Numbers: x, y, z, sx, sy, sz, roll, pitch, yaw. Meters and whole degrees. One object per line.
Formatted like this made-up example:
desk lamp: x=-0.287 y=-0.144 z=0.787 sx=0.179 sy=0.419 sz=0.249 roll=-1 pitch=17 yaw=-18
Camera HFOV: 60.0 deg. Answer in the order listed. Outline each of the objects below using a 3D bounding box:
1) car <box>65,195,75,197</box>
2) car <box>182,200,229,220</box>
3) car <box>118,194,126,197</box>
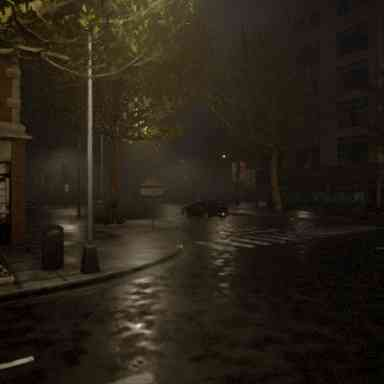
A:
car: x=-26.279 y=1.399 z=73.917 sx=4.786 sy=1.482 sz=2.161 roll=0 pitch=0 yaw=-36
car: x=1.041 y=1.493 z=28.325 sx=1.837 sy=1.490 sz=4.892 roll=0 pitch=0 yaw=-36
car: x=-18.726 y=1.298 z=84.342 sx=4.674 sy=1.452 sz=2.002 roll=0 pitch=0 yaw=-36
